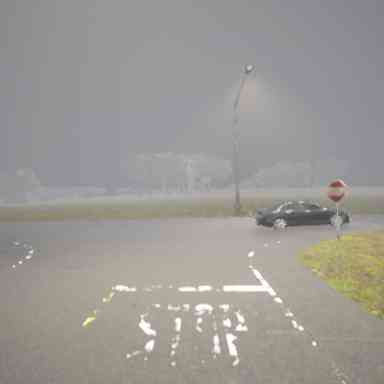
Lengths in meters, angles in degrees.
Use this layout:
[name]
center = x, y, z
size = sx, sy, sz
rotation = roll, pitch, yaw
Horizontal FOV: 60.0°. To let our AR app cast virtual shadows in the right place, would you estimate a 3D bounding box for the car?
[car]
center = 5.796, 1.188, 17.626
size = 4.892, 1.490, 1.837
rotation = -4, 0, -1
